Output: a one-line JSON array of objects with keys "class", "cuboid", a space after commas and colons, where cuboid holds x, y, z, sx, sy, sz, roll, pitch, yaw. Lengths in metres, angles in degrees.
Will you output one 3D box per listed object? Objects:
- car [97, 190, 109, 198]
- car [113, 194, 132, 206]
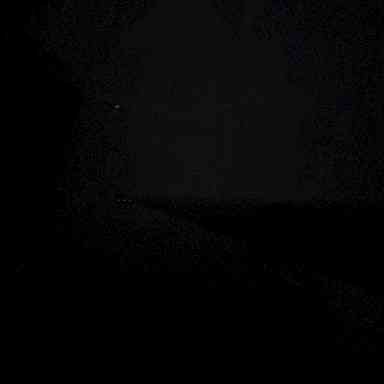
[{"class": "car", "cuboid": [-17.842, 0.313, 66.635, 2.033, 1.411, 5.357, 3, 1, -22]}, {"class": "car", "cuboid": [-8.795, 0.993, 41.932, 2.033, 1.411, 5.357, 3, 0, -19]}]
